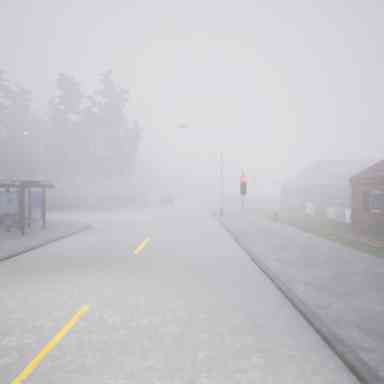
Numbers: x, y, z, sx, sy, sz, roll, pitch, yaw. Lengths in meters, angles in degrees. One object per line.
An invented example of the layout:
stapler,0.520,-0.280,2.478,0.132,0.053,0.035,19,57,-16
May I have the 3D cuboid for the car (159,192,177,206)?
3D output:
car,-4.075,1.094,53.525,2.150,2.045,5.566,0,0,0
